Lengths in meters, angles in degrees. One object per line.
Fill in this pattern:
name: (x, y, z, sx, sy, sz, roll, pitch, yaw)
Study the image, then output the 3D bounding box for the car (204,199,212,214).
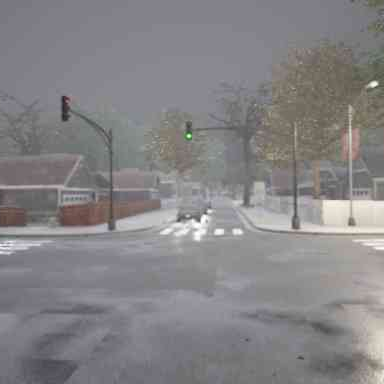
car: (0.799, 1.666, 37.391, 2.128, 1.511, 4.902, -1, 0, 6)

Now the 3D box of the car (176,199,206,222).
car: (-0.116, 1.640, 27.869, 1.837, 1.490, 4.892, -1, 0, 6)

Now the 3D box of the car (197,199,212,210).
car: (1.820, 1.744, 47.954, 1.812, 1.442, 4.674, -1, 0, 6)
